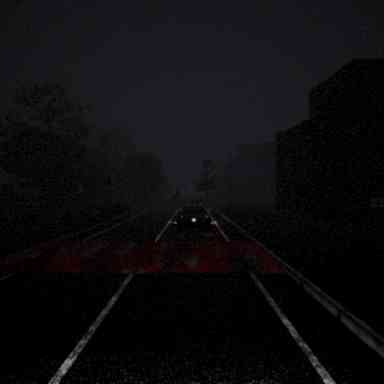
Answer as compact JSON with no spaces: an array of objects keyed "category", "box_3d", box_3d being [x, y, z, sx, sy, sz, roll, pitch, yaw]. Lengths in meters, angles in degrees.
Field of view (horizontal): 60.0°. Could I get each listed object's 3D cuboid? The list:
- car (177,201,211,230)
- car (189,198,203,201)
[{"category":"car","box_3d":[0.103,1.481,20.224,1.994,1.385,4.181,0,0,0]},{"category":"car","box_3d":[0.443,1.363,37.019,2.033,1.411,5.357,0,0,4]}]
